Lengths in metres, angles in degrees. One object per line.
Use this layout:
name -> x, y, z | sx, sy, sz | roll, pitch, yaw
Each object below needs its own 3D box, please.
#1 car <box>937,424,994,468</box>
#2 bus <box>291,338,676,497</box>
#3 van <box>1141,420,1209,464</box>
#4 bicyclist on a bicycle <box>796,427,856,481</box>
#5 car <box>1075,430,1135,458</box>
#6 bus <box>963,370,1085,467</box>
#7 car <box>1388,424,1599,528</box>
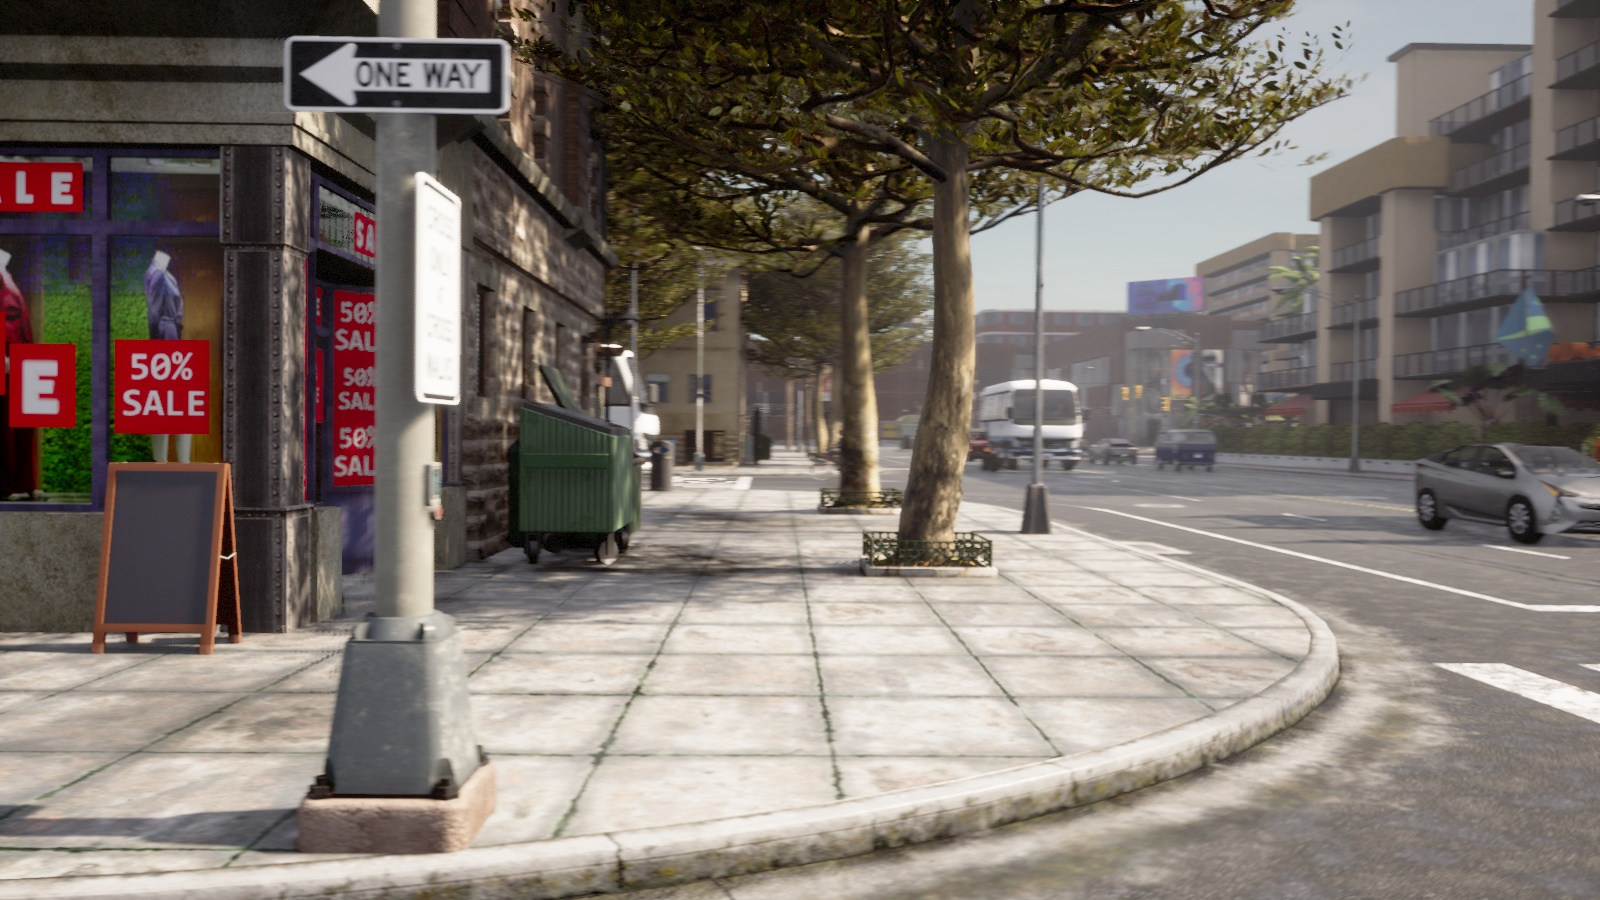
car -> 7.312, -0.190, 55.850 | 1.905, 1.878, 3.866 | -1, 1, -2
bus -> -8.961, -0.929, 36.844 | 10.273, 4.253, 3.944 | -1, 1, -1
van -> 17.715, -0.404, 59.457 | 1.775, 1.987, 4.442 | -1, 1, -2
bicyclist on a bicycle -> 0.867, 0.137, 41.847 | 1.843, 1.776, 0.659 | -1, -1, -26
car -> 17.377, -0.350, 71.778 | 2.128, 1.511, 4.902 | -1, 1, -2
bus -> 10.709, -1.472, 61.325 | 3.944, 4.253, 10.273 | -1, 1, -1
car -> 11.791, 0.346, 20.682 | 2.007, 1.525, 4.514 | -1, 1, -2
